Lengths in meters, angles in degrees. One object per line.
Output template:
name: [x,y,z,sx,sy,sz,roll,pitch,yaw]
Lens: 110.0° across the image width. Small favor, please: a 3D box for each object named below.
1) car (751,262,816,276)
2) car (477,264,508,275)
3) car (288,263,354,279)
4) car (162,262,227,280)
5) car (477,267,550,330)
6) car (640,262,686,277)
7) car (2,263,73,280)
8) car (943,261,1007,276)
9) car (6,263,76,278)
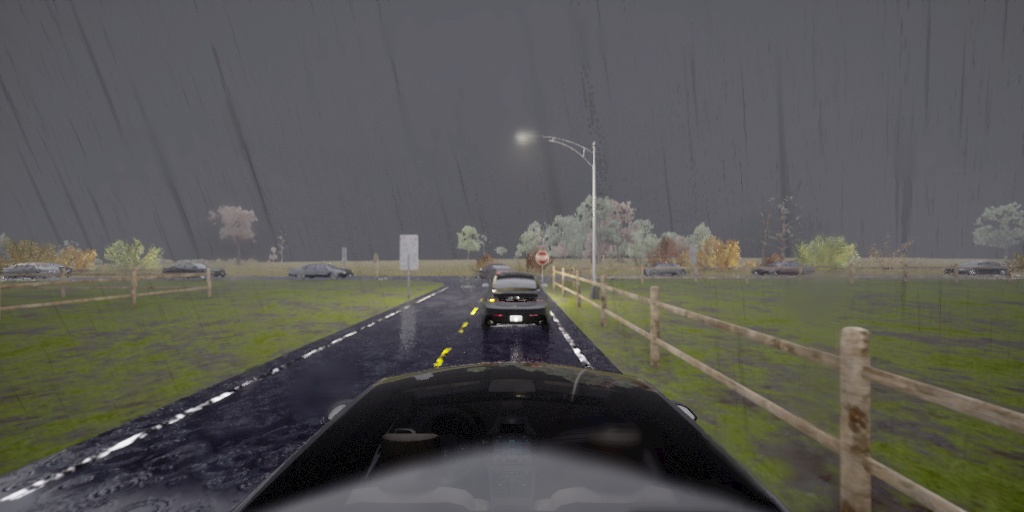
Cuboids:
car: [26.711,1.274,35.322,5.357,1.411,2.033,0,0,0]
car: [-1.344,1.331,28.885,2.033,1.411,5.357,0,0,-20]
car: [-17.396,1.380,32.720,5.357,1.411,2.033,0,0,1]
car: [-28.982,1.344,32.815,5.008,1.535,1.882,0,0,0]
car: [0.096,1.268,11.205,1.837,1.490,4.892,0,0,0]
car: [14.898,1.314,35.416,4.181,1.385,1.994,0,0,0]
car: [-43.533,1.402,32.958,4.902,1.511,2.128,0,0,1]
car: [45.402,1.216,35.108,4.892,1.490,1.837,0,0,1]
car: [-46.989,1.449,35.857,4.674,1.442,1.812,0,0,1]
